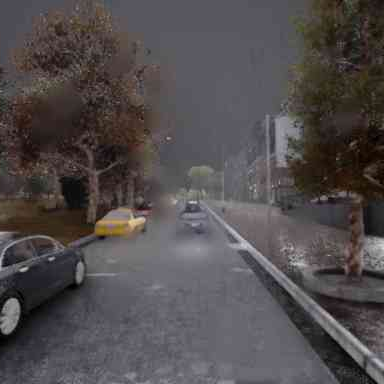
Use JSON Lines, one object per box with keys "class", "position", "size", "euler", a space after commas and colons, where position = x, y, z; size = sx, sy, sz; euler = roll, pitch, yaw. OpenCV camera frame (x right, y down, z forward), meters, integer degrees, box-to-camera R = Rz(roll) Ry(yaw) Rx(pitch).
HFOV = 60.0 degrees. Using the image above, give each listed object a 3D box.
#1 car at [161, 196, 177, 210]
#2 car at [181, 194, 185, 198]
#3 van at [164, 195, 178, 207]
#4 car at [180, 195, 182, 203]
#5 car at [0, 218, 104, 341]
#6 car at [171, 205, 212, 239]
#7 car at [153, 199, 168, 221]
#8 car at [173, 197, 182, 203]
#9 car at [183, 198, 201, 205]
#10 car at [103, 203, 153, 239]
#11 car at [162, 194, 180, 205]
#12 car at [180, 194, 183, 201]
{"class": "car", "position": [-3.614, 1.688, 45.565], "size": [2.097, 1.535, 5.008], "euler": [0, 0, 2]}
{"class": "car", "position": [-3.585, 1.706, 78.961], "size": [2.185, 1.767, 4.553], "euler": [0, 0, 2]}
{"class": "van", "position": [-3.600, 1.506, 56.829], "size": [1.878, 1.987, 4.442], "euler": [0, 0, 2]}
{"class": "car", "position": [-3.591, 1.752, 62.466], "size": [1.946, 1.575, 5.366], "euler": [0, 0, 2]}
{"class": "car", "position": [-3.649, 1.517, 6.567], "size": [2.231, 1.521, 4.892], "euler": [0, 0, 2]}
{"class": "car", "position": [0.110, 1.642, 18.019], "size": [2.033, 1.411, 5.357], "euler": [0, 0, 0]}
{"class": "car", "position": [-3.627, 1.652, 28.887], "size": [2.163, 1.488, 4.792], "euler": [0, 0, 2]}
{"class": "car", "position": [-3.578, 1.899, 84.559], "size": [2.002, 1.452, 4.674], "euler": [0, 0, 2]}
{"class": "car", "position": [0.136, 1.718, 41.394], "size": [1.812, 1.442, 4.674], "euler": [0, 0, 0]}
{"class": "car", "position": [-3.631, 1.570, 17.901], "size": [1.946, 1.575, 5.366], "euler": [0, 0, 2]}
{"class": "car", "position": [-3.608, 1.458, 51.170], "size": [2.435, 2.045, 5.566], "euler": [0, 0, 2]}
{"class": "car", "position": [-3.594, 1.779, 67.845], "size": [2.097, 1.535, 5.008], "euler": [0, 0, 2]}
